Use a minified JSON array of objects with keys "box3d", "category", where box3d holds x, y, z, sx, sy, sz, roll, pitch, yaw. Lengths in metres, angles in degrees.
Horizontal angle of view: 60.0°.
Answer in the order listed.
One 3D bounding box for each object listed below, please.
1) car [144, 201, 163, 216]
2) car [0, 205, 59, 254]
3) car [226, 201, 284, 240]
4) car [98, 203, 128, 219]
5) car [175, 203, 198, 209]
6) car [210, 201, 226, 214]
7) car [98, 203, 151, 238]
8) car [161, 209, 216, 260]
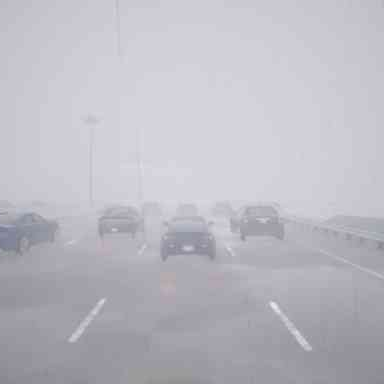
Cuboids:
[{"box3d":[-4.023,1.628,33.685,2.128,1.511,4.902,0,0,-1],"category":"car"},{"box3d":[-7.161,1.538,13.710,1.882,1.535,5.008,0,0,-1],"category":"car"},{"box3d":[3.278,1.419,17.560,2.097,1.767,4.553,0,0,-1],"category":"car"},{"box3d":[-7.493,1.734,31.998,1.895,1.301,4.718,0,0,-1],"category":"car"},{"box3d":[-0.436,1.661,28.482,2.033,1.411,5.357,0,0,-1],"category":"car"},{"box3d":[2.975,1.623,33.809,2.128,1.511,4.902,0,0,-1],"category":"car"},{"box3d":[-3.733,1.567,18.156,2.128,1.511,4.902,0,0,-1],"category":"car"},{"box3d":[-0.145,1.576,12.589,1.812,1.442,4.674,0,0,-1],"category":"car"}]
